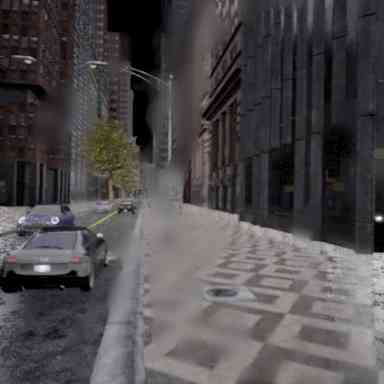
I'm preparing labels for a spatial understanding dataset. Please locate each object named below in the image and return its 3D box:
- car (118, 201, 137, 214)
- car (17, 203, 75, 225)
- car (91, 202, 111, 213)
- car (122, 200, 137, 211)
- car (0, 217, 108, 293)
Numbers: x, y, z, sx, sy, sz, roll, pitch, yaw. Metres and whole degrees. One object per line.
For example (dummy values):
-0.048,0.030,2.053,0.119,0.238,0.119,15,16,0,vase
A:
-7.847,1.845,39.962,1.837,1.490,4.892,1,-1,-8,car
-7.944,1.418,18.495,2.097,1.767,4.553,1,-1,-8,car
-11.106,1.883,40.941,1.895,1.301,4.718,1,-1,-8,car
-9.381,1.996,50.260,2.033,1.411,5.357,1,-1,-8,car
-3.463,1.611,9.051,1.994,1.385,4.181,1,-1,-8,car
